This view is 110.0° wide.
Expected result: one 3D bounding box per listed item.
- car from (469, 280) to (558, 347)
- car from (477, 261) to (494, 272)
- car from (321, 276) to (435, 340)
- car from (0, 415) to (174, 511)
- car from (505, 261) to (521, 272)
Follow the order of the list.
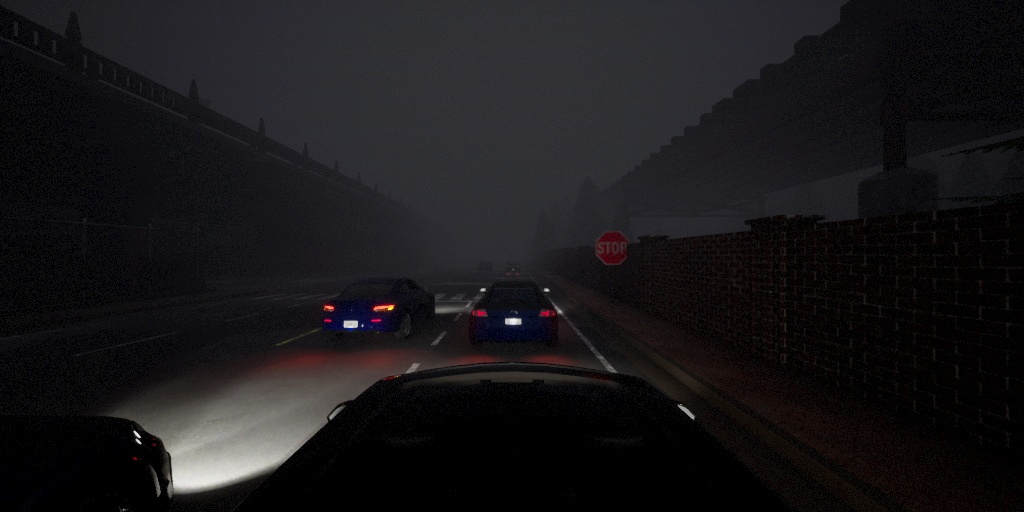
[{"bbox_3d":[0.069,1.314,9.357,1.994,1.385,4.181,0,0,1],"label":"car"},{"bbox_3d":[-3.393,1.297,46.000,2.033,1.411,5.357,0,0,-1],"label":"car"},{"bbox_3d":[-3.412,1.276,9.880,1.812,1.442,4.674,0,0,0],"label":"car"},{"bbox_3d":[-3.399,1.314,0.784,1.994,1.385,4.181,0,0,0],"label":"car"},{"bbox_3d":[0.102,1.351,46.168,1.895,1.301,4.718,0,0,-1],"label":"car"}]
